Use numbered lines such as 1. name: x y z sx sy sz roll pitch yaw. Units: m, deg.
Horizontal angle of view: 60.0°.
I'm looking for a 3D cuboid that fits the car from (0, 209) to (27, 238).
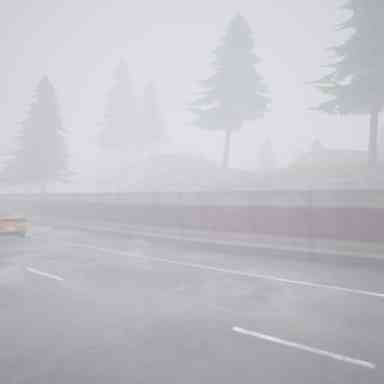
1. car: -10.541 1.628 17.750 5.008 1.535 1.882 -1 0 44
